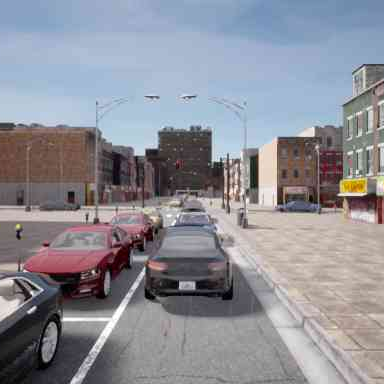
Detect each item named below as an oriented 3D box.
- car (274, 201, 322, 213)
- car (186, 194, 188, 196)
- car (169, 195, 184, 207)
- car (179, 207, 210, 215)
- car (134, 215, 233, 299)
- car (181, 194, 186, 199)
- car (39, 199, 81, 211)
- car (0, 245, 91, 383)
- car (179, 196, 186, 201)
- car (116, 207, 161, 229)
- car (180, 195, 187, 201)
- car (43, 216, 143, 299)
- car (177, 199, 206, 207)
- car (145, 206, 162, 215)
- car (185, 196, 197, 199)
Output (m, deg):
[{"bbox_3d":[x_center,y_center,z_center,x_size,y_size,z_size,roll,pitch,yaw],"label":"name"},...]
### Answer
[{"bbox_3d":[12.640,1.756,39.648,5.357,1.411,2.033,1,0,0],"label":"car"},{"bbox_3d":[-2.511,1.695,78.500,1.752,1.417,4.829,0,0,0],"label":"car"},{"bbox_3d":[-2.554,1.606,51.281,1.752,1.417,4.829,0,0,0],"label":"car"},{"bbox_3d":[0.119,1.611,15.735,1.895,1.301,4.718,0,0,0],"label":"car"},{"bbox_3d":[-0.042,1.529,8.317,1.812,1.442,4.674,0,0,1],"label":"car"},{"bbox_3d":[-2.544,1.411,56.894,2.192,1.841,5.009,0,0,0],"label":"car"},{"bbox_3d":[-14.479,1.505,36.602,4.181,1.385,1.994,0,0,0],"label":"car"},{"bbox_3d":[-2.629,1.552,3.011,2.008,1.369,4.403,0,0,0],"label":"car"},{"bbox_3d":[-2.493,1.757,89.559,1.887,1.381,4.507,0,0,0],"label":"car"},{"bbox_3d":[-2.612,1.553,14.000,1.887,1.381,4.507,0,0,0],"label":"car"},{"bbox_3d":[-2.484,1.672,95.003,1.967,1.590,4.097,0,0,0],"label":"car"},{"bbox_3d":[-2.620,1.548,8.505,1.887,1.381,4.507,0,0,0],"label":"car"},{"bbox_3d":[0.152,1.530,26.036,1.837,1.490,4.892,0,0,2],"label":"car"},{"bbox_3d":[-2.604,1.540,19.323,1.752,1.417,4.829,0,0,0],"label":"car"},{"bbox_3d":[0.292,1.684,52.477,1.895,1.301,4.718,0,0,-1],"label":"car"}]
